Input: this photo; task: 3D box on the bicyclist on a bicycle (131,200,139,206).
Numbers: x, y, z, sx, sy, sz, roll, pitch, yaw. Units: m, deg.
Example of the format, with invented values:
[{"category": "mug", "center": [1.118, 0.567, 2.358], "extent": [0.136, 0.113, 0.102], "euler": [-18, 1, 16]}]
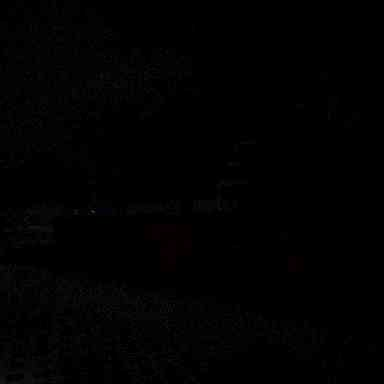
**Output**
[{"category": "bicyclist on a bicycle", "center": [-3.689, 1.340, 21.756], "extent": [1.656, 1.620, 0.582], "euler": [-3, -2, 25]}]

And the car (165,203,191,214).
[{"category": "car", "center": [-1.782, 2.032, 39.312], "extent": [2.128, 1.511, 4.902], "euler": [-3, -2, 26]}]

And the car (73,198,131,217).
[{"category": "car", "center": [-7.302, 1.568, 27.785], "extent": [2.150, 2.045, 5.566], "euler": [-3, -2, 25]}]

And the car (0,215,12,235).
[{"category": "car", "center": [-12.112, 1.716, 17.798], "extent": [1.812, 1.442, 4.674], "euler": [-3, -2, 28]}]
